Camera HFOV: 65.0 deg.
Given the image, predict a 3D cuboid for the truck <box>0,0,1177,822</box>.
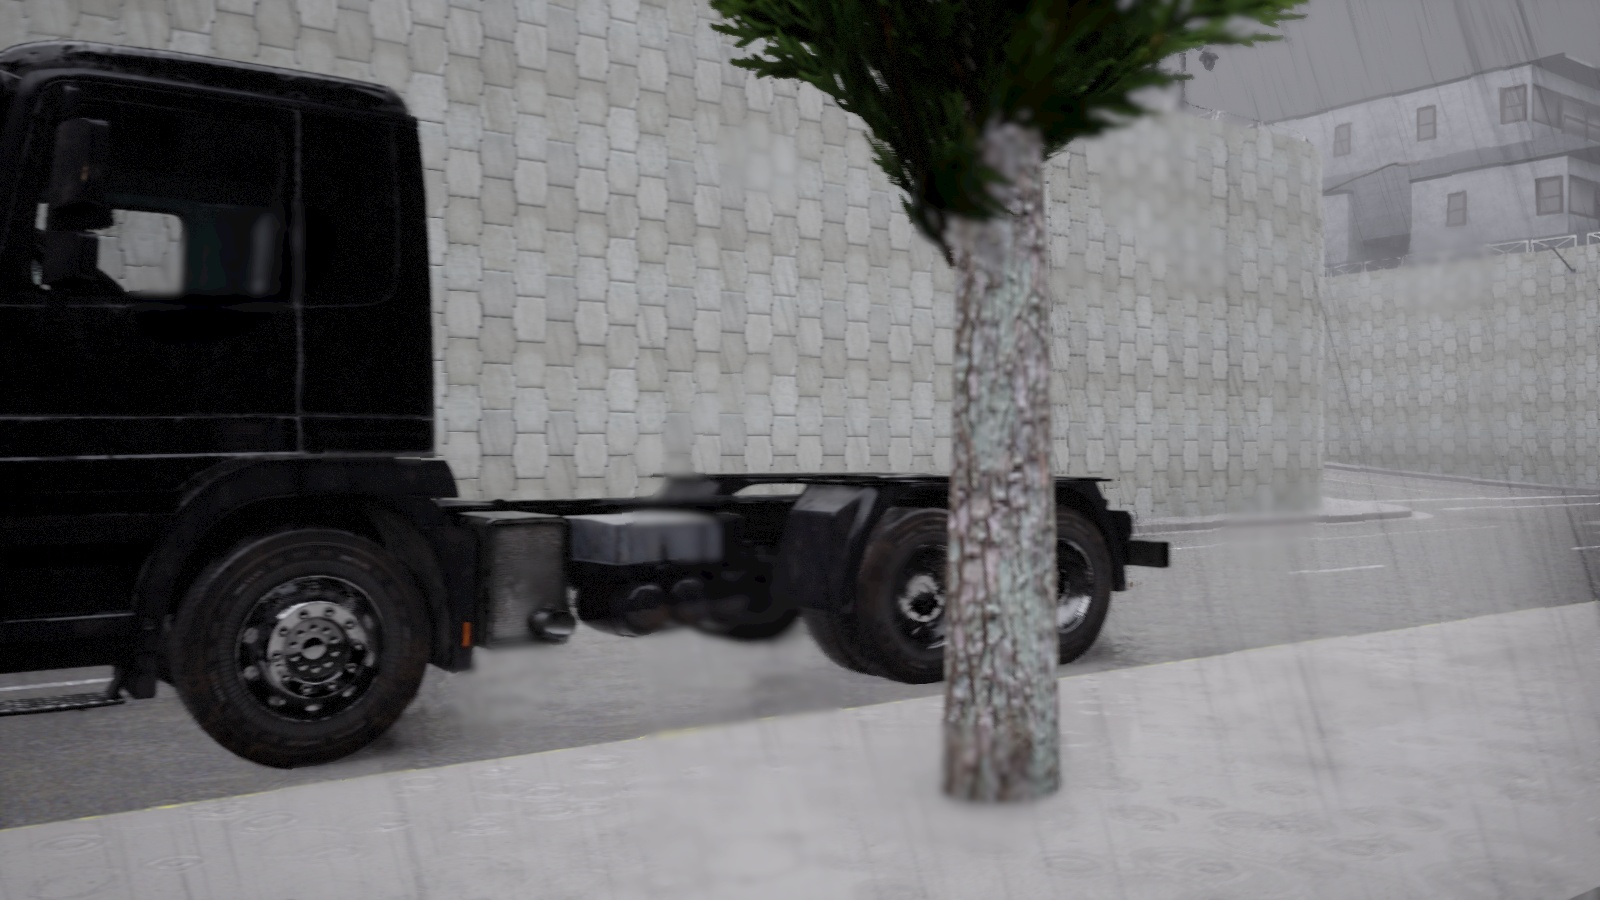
[{"bbox_3d":[-1.288,-0.214,8.248,7.936,3.462,2.891,0,0,-35],"label":"truck"}]
